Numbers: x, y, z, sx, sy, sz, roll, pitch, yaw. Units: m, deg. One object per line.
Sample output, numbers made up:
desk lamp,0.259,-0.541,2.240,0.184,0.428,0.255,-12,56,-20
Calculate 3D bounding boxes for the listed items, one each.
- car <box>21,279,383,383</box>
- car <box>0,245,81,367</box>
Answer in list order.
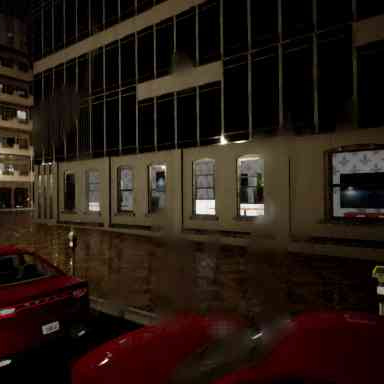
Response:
car,1.016,1.545,2.158,4.507,1.381,1.887,0,-1,35
car,-3.561,1.546,5.414,4.507,1.381,1.887,0,-1,35
